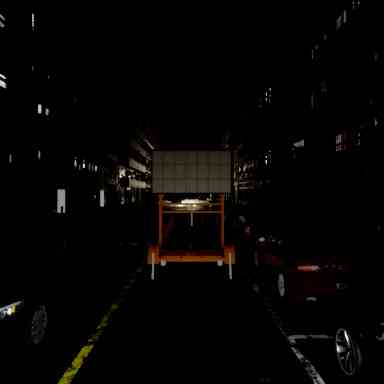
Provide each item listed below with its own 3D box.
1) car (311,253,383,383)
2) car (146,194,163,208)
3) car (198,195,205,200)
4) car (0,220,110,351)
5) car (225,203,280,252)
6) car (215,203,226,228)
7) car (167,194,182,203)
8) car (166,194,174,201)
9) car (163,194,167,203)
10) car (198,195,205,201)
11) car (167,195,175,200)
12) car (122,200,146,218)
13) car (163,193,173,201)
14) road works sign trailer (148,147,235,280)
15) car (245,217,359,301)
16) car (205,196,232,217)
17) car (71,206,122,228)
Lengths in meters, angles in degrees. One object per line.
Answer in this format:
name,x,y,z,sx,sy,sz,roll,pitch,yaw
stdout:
car,2.690,1.566,2.514,1.947,1.339,4.313,0,0,0
car,-5.740,1.431,47.601,1.967,1.590,4.097,0,0,0
car,2.591,1.513,92.696,1.887,1.381,4.507,0,0,0
car,-3.105,1.526,6.345,1.812,1.442,4.674,0,0,0
car,2.678,1.440,13.788,1.967,1.590,4.097,0,0,0
car,2.672,1.550,19.423,2.008,1.369,4.403,0,0,0
car,-3.068,1.336,63.437,2.097,1.767,4.553,0,0,0
car,-5.783,1.412,87.054,1.967,1.590,4.097,0,0,0
car,-5.745,1.304,53.237,2.192,1.841,5.009,0,0,0
car,2.603,1.500,81.594,1.752,1.417,4.829,0,0,0
car,-5.789,1.513,92.692,1.887,1.381,4.507,0,0,0
car,-5.721,1.522,30.520,1.752,1.417,4.829,0,0,0
car,-5.776,1.290,81.419,2.192,1.841,5.009,0,0,0
road works sign trailer,-0.009,0.464,9.917,2.380,3.560,2.880,0,0,0
car,2.684,1.545,8.151,1.887,1.381,4.507,0,0,0
car,2.661,1.312,30.696,2.192,1.841,5.009,0,0,0
car,-5.709,1.565,19.417,1.947,1.339,4.313,0,0,0
